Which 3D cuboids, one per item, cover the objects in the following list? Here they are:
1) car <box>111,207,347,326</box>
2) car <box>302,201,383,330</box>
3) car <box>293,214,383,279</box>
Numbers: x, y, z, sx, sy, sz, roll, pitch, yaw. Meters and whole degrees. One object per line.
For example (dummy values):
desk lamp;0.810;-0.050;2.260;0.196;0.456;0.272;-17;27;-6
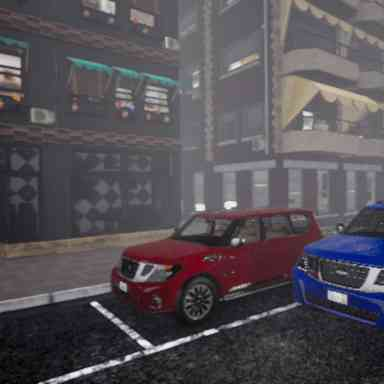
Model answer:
car;0.865;1.294;7.182;5.009;1.841;2.192;0;-1;-36
car;4.394;1.190;6.514;5.566;2.045;2.150;0;0;-36
car;5.417;1.506;10.449;4.403;1.369;2.008;0;-1;-36
